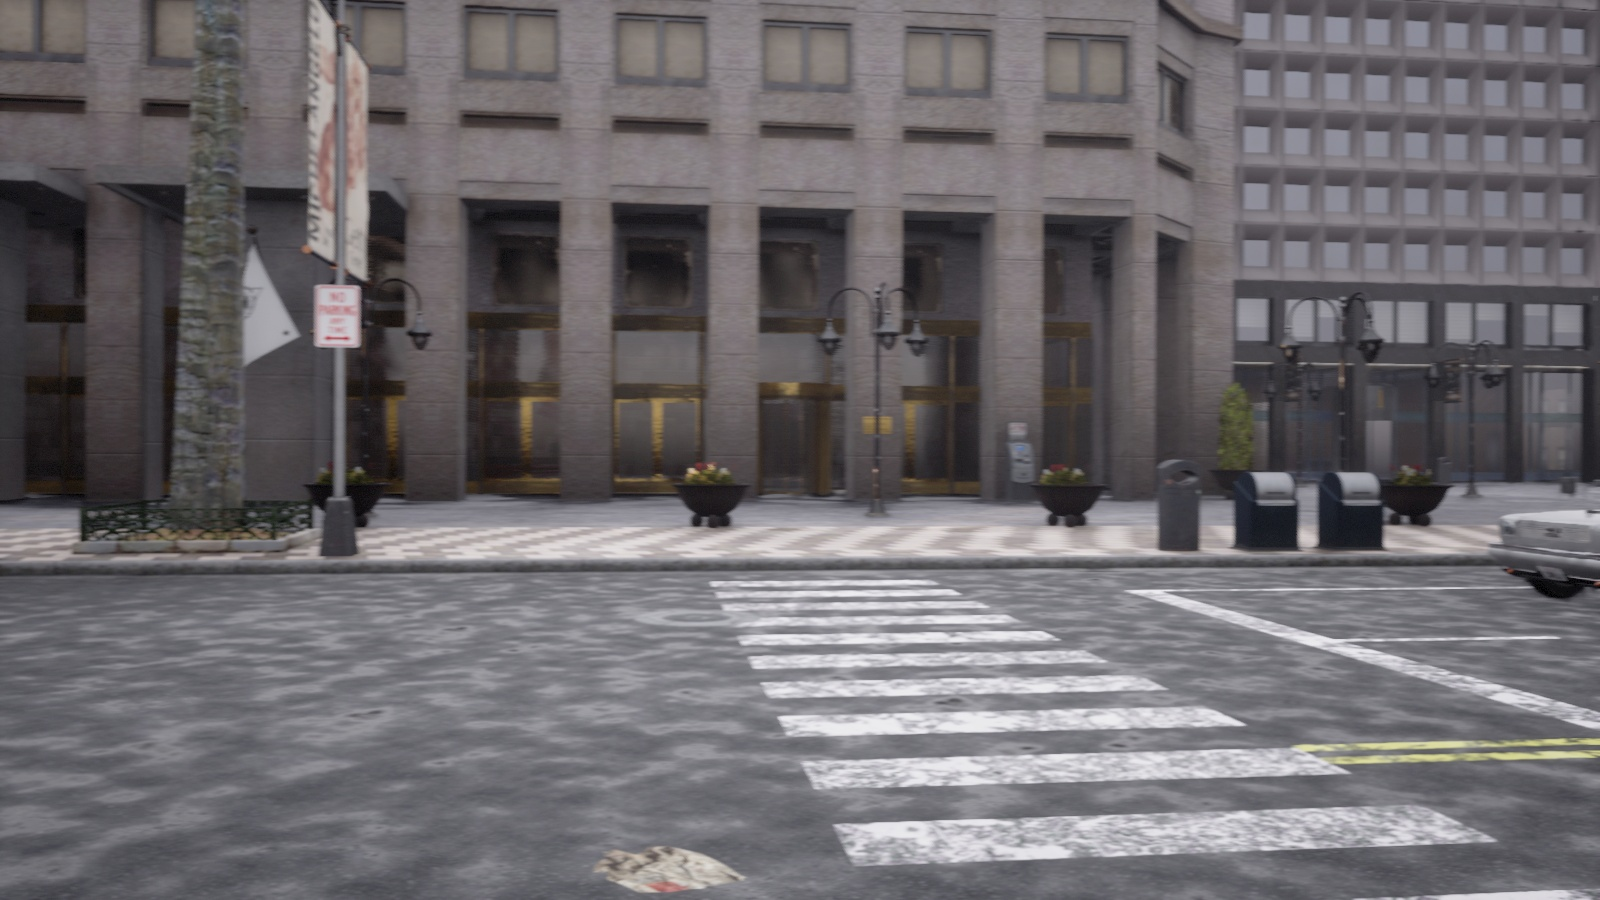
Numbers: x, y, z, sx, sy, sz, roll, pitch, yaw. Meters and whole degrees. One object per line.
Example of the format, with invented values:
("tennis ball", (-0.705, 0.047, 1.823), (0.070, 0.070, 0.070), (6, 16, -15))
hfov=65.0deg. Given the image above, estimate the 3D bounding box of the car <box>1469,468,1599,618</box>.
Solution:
("car", (9.324, 0.834, 12.224), (4.718, 1.301, 1.895), (0, 0, -6))
